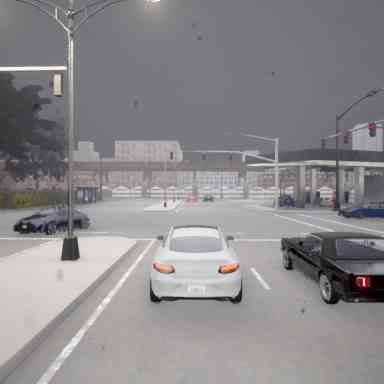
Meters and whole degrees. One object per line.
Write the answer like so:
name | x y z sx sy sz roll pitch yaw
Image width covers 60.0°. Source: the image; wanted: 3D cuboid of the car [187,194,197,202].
car | 0.006 1.250 72.260 2.097 1.767 4.553 0 0 0

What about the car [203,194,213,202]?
car | 3.506 1.257 72.261 2.097 1.767 4.553 0 0 0

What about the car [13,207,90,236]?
car | -7.554 1.525 18.242 1.994 1.385 4.181 0 0 21

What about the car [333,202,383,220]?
car | 14.988 1.545 27.469 5.357 1.411 2.033 0 0 -1

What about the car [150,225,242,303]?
car | 0.083 1.517 8.073 1.812 1.442 4.674 0 0 0

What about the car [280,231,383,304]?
car | 3.588 1.599 8.057 1.895 1.301 4.718 0 0 0

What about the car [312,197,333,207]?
car | 18.960 1.435 48.377 1.970 1.475 3.806 0 0 0

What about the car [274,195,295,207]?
car | 13.215 1.262 47.615 2.242 1.667 4.611 0 0 0
